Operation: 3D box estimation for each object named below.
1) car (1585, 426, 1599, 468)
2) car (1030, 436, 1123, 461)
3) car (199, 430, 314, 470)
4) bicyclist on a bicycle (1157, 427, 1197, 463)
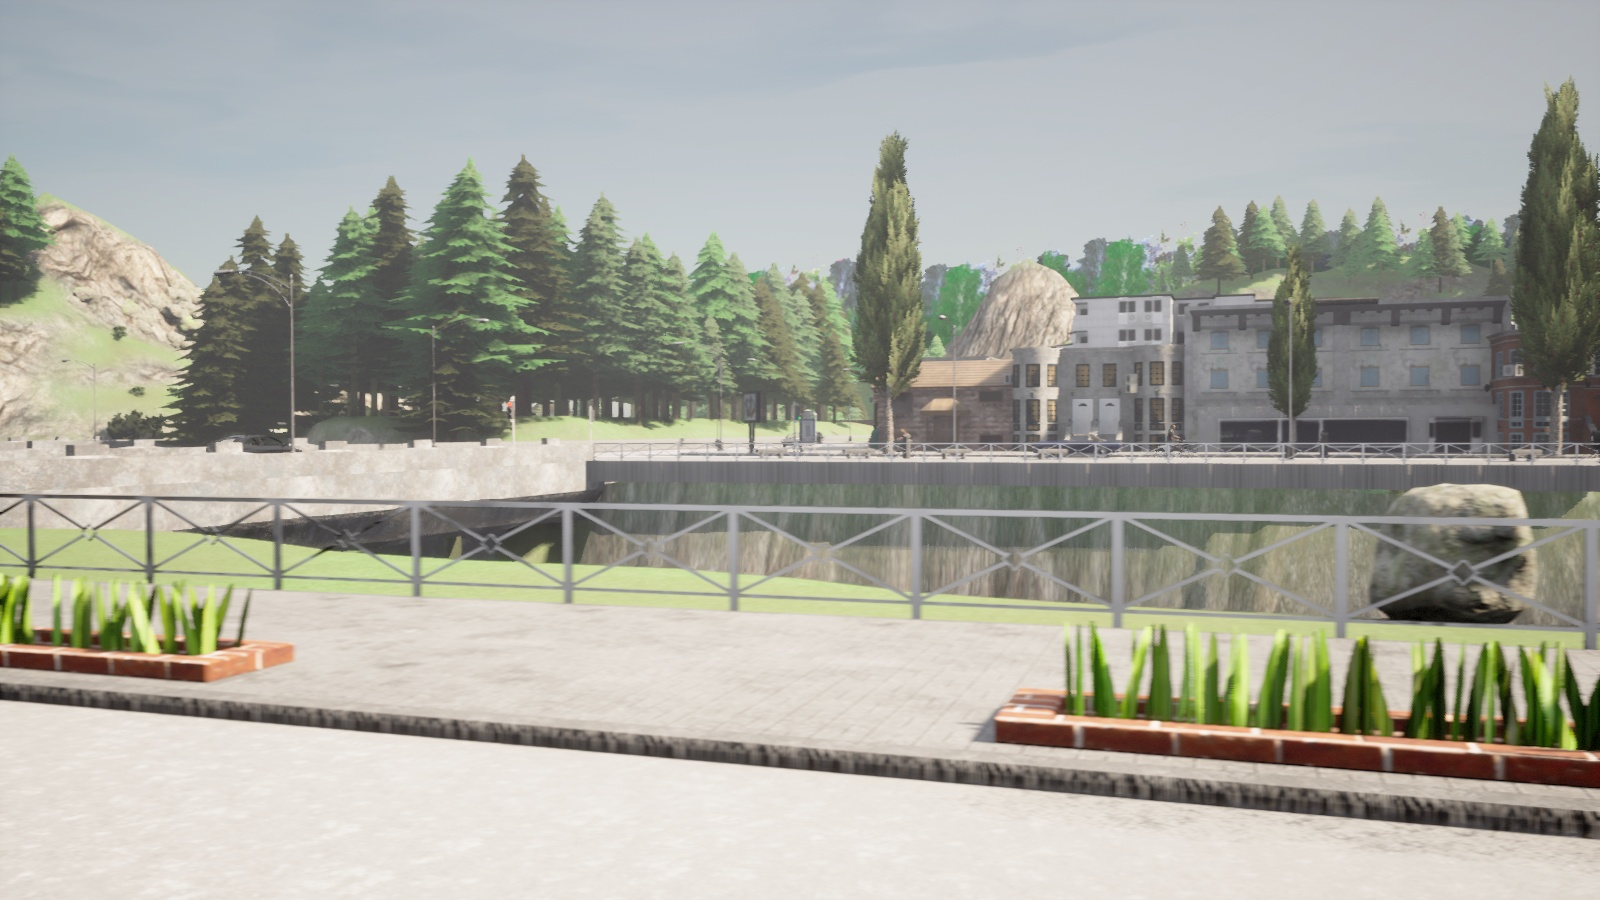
[{"bbox_3d":[37.580,-0.135,56.124,3.866,1.878,1.905,1,1,19],"label":"car"},{"bbox_3d":[14.950,-0.105,67.953,4.718,1.301,1.895,1,1,19],"label":"car"},{"bbox_3d":[-21.334,-0.032,49.468,1.816,1.474,4.193,1,1,19],"label":"car"},{"bbox_3d":[18.750,-0.233,62.453,1.843,1.776,0.659,0,1,19],"label":"bicyclist on a bicycle"}]
